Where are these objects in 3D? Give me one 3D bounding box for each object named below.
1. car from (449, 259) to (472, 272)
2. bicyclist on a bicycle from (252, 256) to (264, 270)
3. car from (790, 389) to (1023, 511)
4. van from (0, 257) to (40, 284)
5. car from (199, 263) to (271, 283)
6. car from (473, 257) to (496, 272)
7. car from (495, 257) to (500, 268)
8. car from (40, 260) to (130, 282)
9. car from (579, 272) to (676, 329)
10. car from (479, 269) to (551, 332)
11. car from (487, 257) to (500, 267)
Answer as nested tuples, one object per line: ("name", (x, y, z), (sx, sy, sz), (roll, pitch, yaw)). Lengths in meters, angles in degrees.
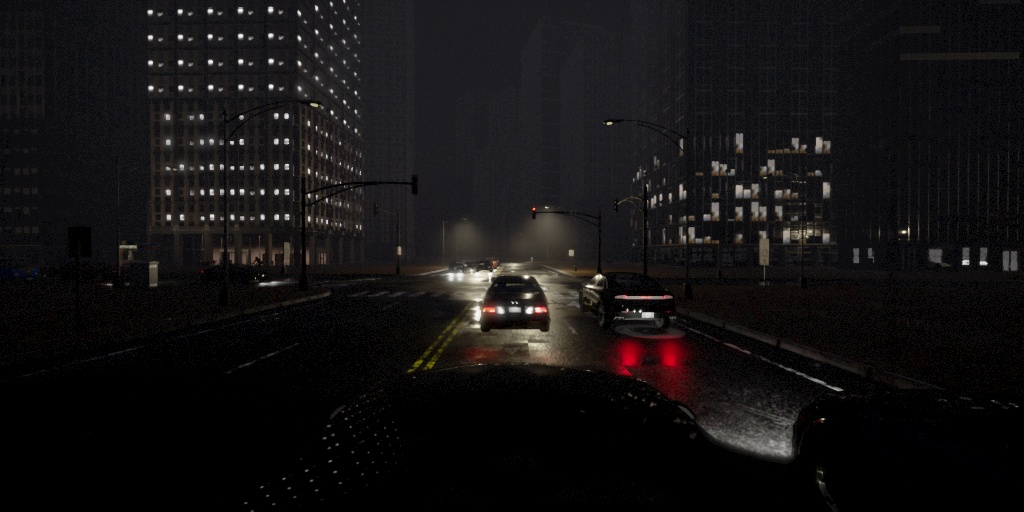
("car", (-6.583, 1.205, 44.276), (2.128, 1.511, 4.902), (0, 0, 0))
("bicyclist on a bicycle", (-24.701, 0.867, 34.818), (0.582, 1.620, 1.656), (0, 1, 1))
("car", (3.350, 1.314, 1.299), (1.994, 1.385, 4.181), (0, 0, 0))
("van", (-33.932, 0.959, 23.729), (3.998, 1.789, 1.690), (0, 0, 1))
("car", (-19.986, 1.227, 25.964), (4.181, 1.385, 1.994), (0, 0, 1))
("car", (-3.335, 1.218, 44.540), (1.837, 1.490, 4.892), (0, 0, 0))
("car", (-3.327, 1.046, 54.320), (2.097, 1.767, 4.553), (0, 0, 0))
("car", (-30.641, 1.090, 26.230), (5.008, 1.535, 1.882), (0, 0, 1))
("car", (3.347, 1.238, 11.230), (2.128, 1.511, 4.902), (0, 0, 0))
("car", (0.100, 1.294, 10.813), (2.033, 1.411, 5.357), (0, 0, 1))
("car", (-3.326, 1.022, 65.350), (2.097, 1.767, 4.553), (0, 0, 0))
